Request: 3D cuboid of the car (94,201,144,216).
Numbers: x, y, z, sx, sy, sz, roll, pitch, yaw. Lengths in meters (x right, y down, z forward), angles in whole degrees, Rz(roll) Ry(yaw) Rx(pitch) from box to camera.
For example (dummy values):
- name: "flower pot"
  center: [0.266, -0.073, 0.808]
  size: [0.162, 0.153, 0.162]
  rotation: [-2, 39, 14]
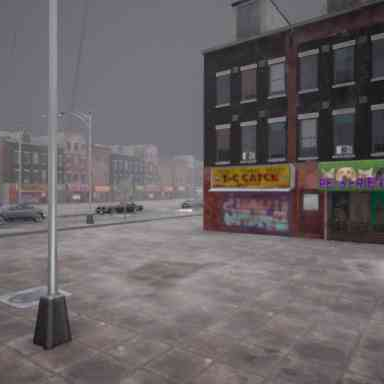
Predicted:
- name: "car"
  center: [-6.862, 1.515, 31.543]
  size: [1.895, 1.301, 4.718]
  rotation: [0, 0, 35]

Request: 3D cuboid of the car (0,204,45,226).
- name: "car"
  center: [-12.622, 1.515, 23.386]
  size: [1.994, 1.385, 4.181]
  rotation: [0, 0, 36]

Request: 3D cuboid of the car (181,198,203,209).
- name: "car"
  center: [0.405, 1.433, 41.812]
  size: [1.994, 1.385, 4.181]
  rotation: [0, 0, 35]
